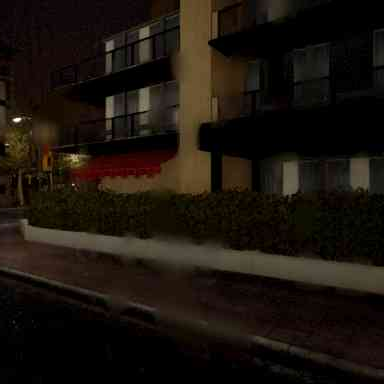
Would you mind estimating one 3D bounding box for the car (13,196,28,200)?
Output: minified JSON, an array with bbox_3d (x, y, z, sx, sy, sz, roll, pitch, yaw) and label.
[{"bbox_3d":[-36.209,1.481,67.988,4.892,1.521,2.231,0,0,36],"label":"car"}]
